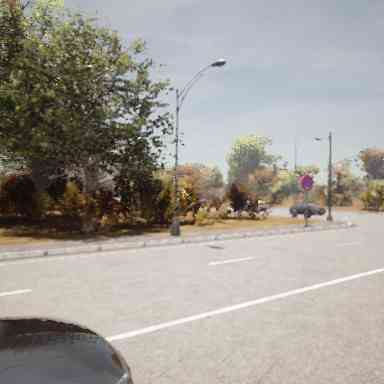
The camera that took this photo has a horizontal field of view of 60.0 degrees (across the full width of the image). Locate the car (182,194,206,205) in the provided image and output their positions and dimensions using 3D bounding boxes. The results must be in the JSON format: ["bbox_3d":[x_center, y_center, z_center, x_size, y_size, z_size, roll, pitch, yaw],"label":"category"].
[{"bbox_3d":[0.312,1.473,66.013,2.150,2.045,5.566,1,1,-33],"label":"car"}]

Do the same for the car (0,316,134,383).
[{"bbox_3d":[-2.690,1.477,1.827,4.902,1.511,2.128,1,0,-36],"label":"car"}]

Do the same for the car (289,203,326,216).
[{"bbox_3d":[13.350,1.952,38.544,1.994,1.385,4.181,1,0,-32],"label":"car"}]

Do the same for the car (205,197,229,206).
[{"bbox_3d":[4.913,1.830,65.347,2.128,1.511,4.902,1,0,-33],"label":"car"}]

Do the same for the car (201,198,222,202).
[{"bbox_3d":[2.722,1.861,55.367,1.812,1.442,4.674,1,0,-32],"label":"car"}]

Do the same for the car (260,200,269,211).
[{"bbox_3d":[8.237,1.611,46.637,2.150,2.045,5.566,1,0,-33],"label":"car"}]
